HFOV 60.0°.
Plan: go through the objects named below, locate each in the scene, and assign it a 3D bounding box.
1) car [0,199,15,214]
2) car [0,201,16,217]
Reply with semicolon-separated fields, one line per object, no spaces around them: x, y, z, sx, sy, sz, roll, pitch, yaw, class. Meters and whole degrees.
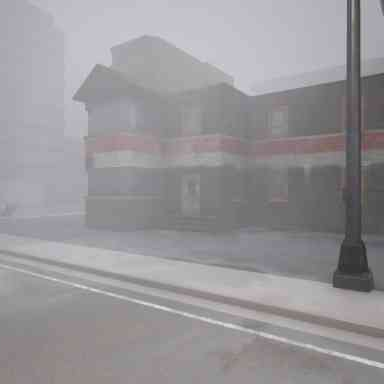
-17.597;1.247;28.304;1.853;1.218;4.536;0;0;15;car
-17.611;1.404;28.254;2.038;1.542;4.974;0;0;15;car
